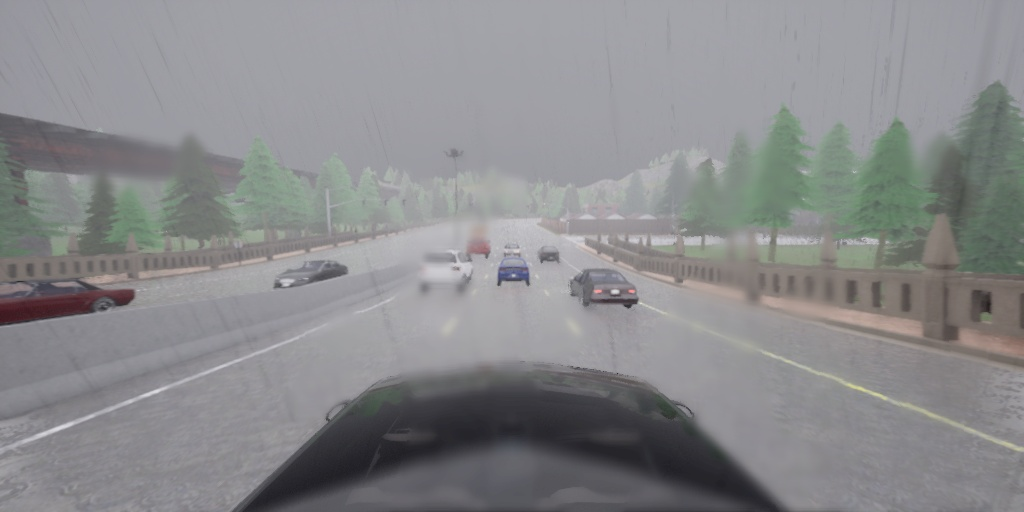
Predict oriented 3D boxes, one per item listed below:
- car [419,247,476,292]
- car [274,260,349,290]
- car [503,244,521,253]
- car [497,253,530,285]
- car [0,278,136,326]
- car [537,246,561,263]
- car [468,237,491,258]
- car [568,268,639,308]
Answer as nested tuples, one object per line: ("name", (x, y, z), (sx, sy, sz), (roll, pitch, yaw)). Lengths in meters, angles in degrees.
("car", (-3.407, 0.706, 19.381), (2.150, 2.045, 5.566), (0, 2, 0))
("car", (-10.535, 0.988, 19.223), (2.128, 1.511, 4.902), (0, 2, 1))
("car", (0.007, -0.690, 39.287), (1.895, 1.301, 4.718), (0, 7, 0))
("car", (0.086, 0.816, 22.219), (1.882, 1.535, 5.008), (0, 3, 0))
("car", (-14.088, 1.348, 10.261), (1.895, 1.301, 4.718), (0, 0, 0))
("car", (3.532, -0.257, 34.696), (1.882, 1.535, 5.008), (0, 6, 0))
("car", (-3.491, -1.026, 38.893), (2.150, 2.045, 5.566), (0, 7, 0))
("car", (3.589, 1.208, 14.885), (2.033, 1.411, 5.357), (0, 2, 1))
